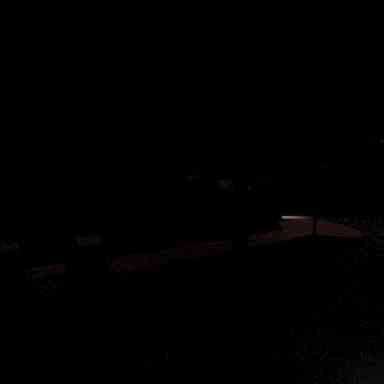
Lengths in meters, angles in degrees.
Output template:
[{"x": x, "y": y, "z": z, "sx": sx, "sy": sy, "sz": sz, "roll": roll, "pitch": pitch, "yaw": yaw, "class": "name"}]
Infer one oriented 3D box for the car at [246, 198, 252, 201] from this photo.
[{"x": 5.065, "y": 1.349, "z": 29.391, "sx": 4.892, "sy": 1.490, "sz": 1.837, "roll": 0, "pitch": 0, "yaw": 42, "class": "car"}]
